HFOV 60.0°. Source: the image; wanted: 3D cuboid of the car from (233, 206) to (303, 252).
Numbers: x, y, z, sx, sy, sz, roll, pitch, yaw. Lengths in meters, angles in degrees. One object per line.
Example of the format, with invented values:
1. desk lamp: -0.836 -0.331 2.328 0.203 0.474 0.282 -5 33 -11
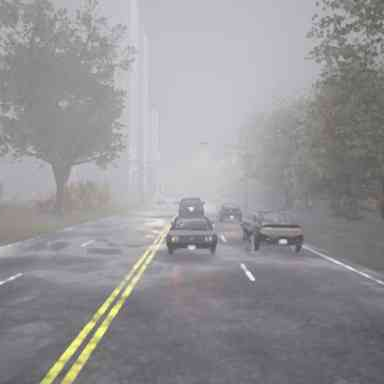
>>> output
1. car: 3.268 1.578 14.302 2.128 1.511 4.902 1 0 0

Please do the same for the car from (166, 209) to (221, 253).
1. car: -0.003 1.656 14.113 1.895 1.301 4.718 -1 1 0

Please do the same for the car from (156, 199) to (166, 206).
1. car: -6.535 2.187 71.062 1.994 1.385 4.181 0 0 0

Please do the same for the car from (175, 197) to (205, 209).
1. car: -0.046 1.466 29.042 2.150 2.045 5.566 -2 1 0

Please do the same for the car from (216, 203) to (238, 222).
1. car: 3.243 1.750 29.301 1.837 1.490 4.892 0 1 0

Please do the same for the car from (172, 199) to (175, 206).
1. car: -3.285 2.159 71.064 1.812 1.442 4.674 0 0 0
